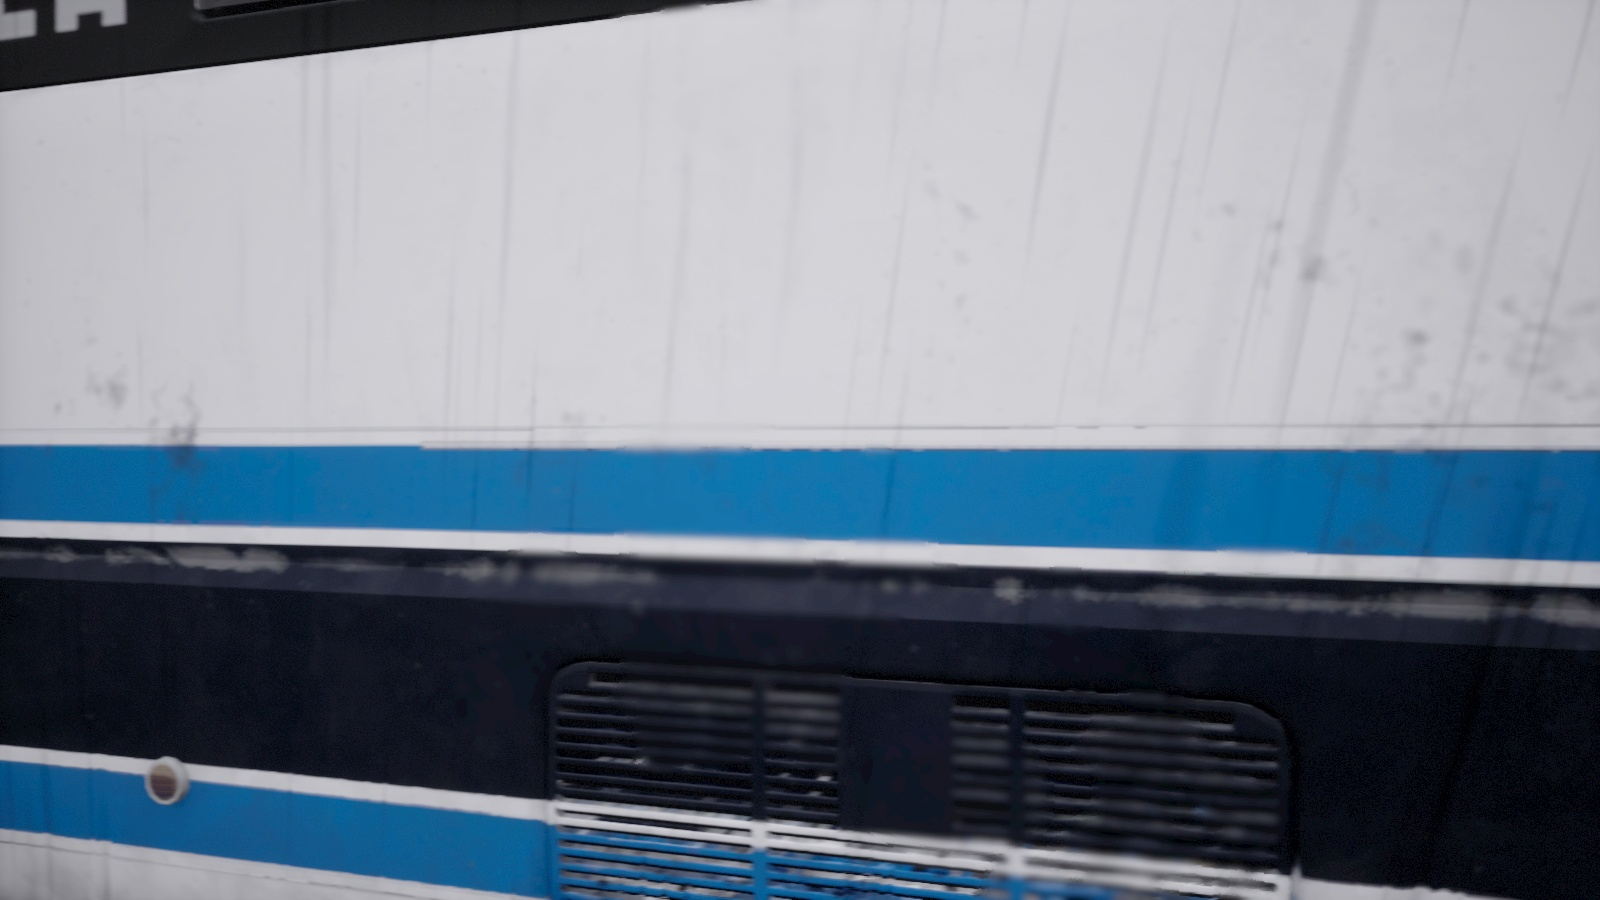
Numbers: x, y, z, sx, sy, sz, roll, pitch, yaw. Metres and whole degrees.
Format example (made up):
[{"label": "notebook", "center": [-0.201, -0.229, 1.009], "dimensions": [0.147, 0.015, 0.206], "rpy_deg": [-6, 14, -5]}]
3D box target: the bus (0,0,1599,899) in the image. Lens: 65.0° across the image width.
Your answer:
[{"label": "bus", "center": [-0.193, -0.611, 3.767], "dimensions": [10.273, 4.253, 3.944], "rpy_deg": [1, 1, 19]}]
